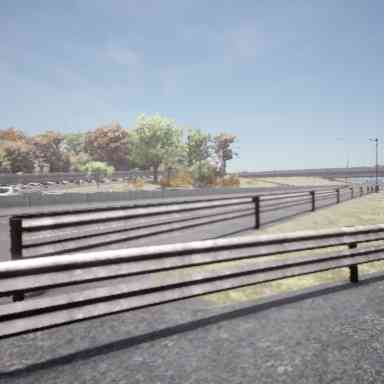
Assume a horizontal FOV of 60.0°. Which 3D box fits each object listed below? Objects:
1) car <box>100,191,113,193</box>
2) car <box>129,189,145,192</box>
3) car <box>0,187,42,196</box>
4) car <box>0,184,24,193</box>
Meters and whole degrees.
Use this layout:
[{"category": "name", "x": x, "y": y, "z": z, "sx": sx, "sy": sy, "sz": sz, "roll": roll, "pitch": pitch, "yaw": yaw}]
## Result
[{"category": "car", "x": -11.865, "y": 0.547, "z": 45.896, "sx": 1.994, "sy": 1.385, "sz": 4.181, "roll": 0, "pitch": 1, "yaw": 33}, {"category": "car", "x": -7.712, "y": 0.427, "z": 45.908, "sx": 1.837, "sy": 1.490, "sz": 4.892, "roll": 0, "pitch": 1, "yaw": 33}, {"category": "car", "x": -14.738, "y": 0.670, "z": 28.342, "sx": 2.097, "sy": 1.767, "sz": 4.553, "roll": 0, "pitch": 1, "yaw": 32}, {"category": "car", "x": -31.914, "y": -0.618, "z": 58.491, "sx": 1.994, "sy": 1.385, "sz": 4.181, "roll": -1, "pitch": 3, "yaw": 12}]
